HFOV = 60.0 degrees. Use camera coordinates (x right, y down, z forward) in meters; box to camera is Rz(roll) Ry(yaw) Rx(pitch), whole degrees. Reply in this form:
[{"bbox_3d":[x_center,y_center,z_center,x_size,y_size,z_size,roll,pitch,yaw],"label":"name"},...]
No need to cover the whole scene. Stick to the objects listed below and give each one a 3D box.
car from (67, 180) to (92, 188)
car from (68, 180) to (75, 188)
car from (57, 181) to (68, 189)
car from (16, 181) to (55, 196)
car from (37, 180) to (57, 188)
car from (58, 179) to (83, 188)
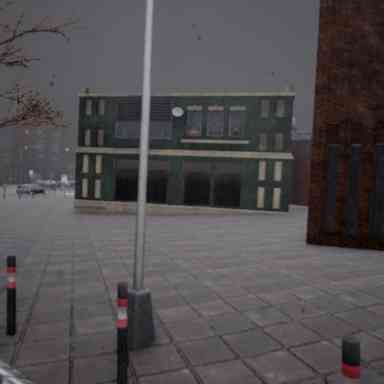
[{"bbox_3d":[-24.792,-1.712,73.163,4.892,1.521,2.231,3,3,20],"label":"car"},{"bbox_3d":[-26.691,-1.527,67.983,4.674,1.452,2.002,3,3,20],"label":"car"},{"bbox_3d":[-27.648,-1.497,65.398,5.008,1.535,2.097,3,3,20],"label":"car"},{"bbox_3d":[-21.220,-0.355,44.608,2.128,1.511,4.902,3,2,14],"label":"car"},{"bbox_3d":[-28.562,-1.553,62.789,4.553,1.767,2.185,3,3,20],"label":"car"},{"bbox_3d":[-25.705,-1.762,70.553,4.553,1.767,2.185,3,3,20],"label":"car"}]
